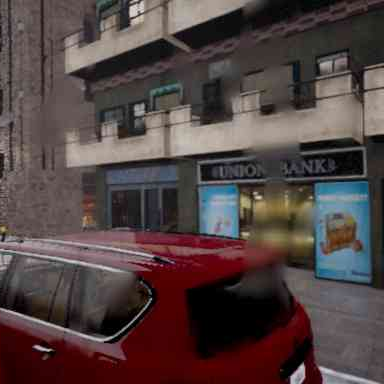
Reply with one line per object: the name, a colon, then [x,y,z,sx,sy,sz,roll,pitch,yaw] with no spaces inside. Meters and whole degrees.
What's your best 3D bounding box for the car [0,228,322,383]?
car: [-1.238,1.340,3.614,5.009,1.841,2.192,-1,-1,35]
